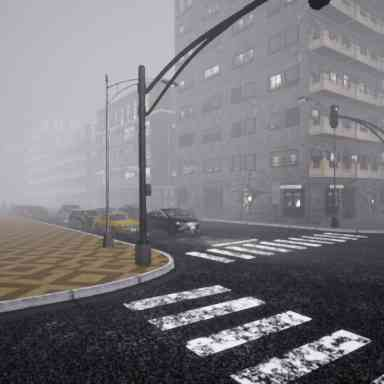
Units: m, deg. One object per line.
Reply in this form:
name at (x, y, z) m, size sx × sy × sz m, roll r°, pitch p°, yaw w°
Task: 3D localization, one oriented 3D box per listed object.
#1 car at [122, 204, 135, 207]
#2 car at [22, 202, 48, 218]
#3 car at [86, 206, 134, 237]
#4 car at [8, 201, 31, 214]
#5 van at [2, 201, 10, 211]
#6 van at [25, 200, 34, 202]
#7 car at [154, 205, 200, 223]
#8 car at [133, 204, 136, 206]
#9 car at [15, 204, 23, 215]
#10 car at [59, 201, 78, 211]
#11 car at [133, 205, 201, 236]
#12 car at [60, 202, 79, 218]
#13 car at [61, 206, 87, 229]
car at (-7.272, 1.994, 28.626) m, size 2.033 × 1.411 × 5.357 m, roll -1°, pitch -1°, yaw -37°
car at (-18.237, 2.262, 39.155) m, size 1.887 × 1.381 × 4.507 m, roll -2°, pitch 0°, yaw -36°
car at (-4.744, 1.865, 20.796) m, size 1.752 × 1.417 × 4.829 m, roll -2°, pitch 0°, yaw -36°
car at (-24.935, 2.449, 48.266) m, size 1.887 × 1.381 × 4.507 m, roll -2°, pitch 0°, yaw -36°
van at (-31.638, 2.433, 57.377) m, size 1.690 × 1.788 × 3.998 m, roll -2°, pitch 0°, yaw -36°
van at (-41.631, 2.832, 85.120) m, size 1.690 × 1.788 × 3.998 m, roll -2°, pitch 0°, yaw -36°
car at (-1.441, 1.916, 30.453) m, size 2.008 × 1.369 × 4.403 m, roll -2°, pitch 0°, yaw -36°
car at (-6.137, 1.951, 32.489) m, size 2.128 × 1.511 × 4.902 m, roll -1°, pitch -1°, yaw -36°
car at (-21.585, 2.393, 43.710) m, size 1.802 × 1.307 × 4.206 m, roll -2°, pitch 0°, yaw -36°
car at (-21.536, 2.367, 57.786) m, size 1.967 × 1.590 × 4.097 m, roll -2°, pitch 0°, yaw -36°
car at (-1.413, 1.775, 20.654) m, size 2.128 × 1.511 × 4.902 m, roll -1°, pitch -1°, yaw -36°
car at (-13.230, 2.118, 36.754) m, size 1.837 × 1.490 × 4.892 m, roll -1°, pitch -1°, yaw -36°
car at (-8.192, 2.002, 25.488) m, size 1.947 × 1.339 × 4.313 m, roll -2°, pitch 0°, yaw -36°
